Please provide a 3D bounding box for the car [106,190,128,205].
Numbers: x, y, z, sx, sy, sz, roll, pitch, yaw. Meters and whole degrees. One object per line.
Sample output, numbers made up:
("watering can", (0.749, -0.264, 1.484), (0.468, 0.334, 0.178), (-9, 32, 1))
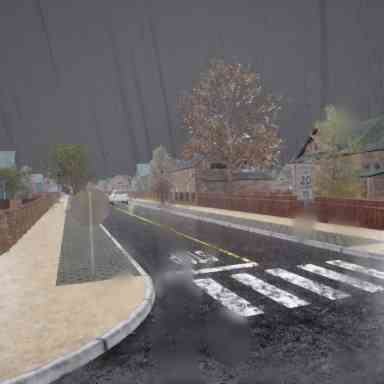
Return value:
("car", (-10.466, 0.724, 47.153), (2.150, 2.045, 5.566), (-2, 1, -20))
